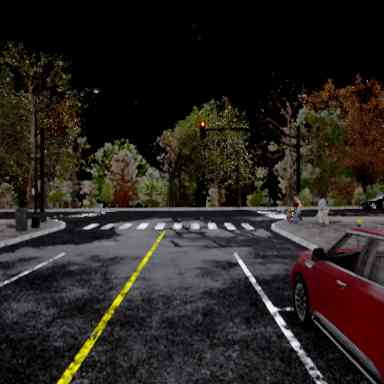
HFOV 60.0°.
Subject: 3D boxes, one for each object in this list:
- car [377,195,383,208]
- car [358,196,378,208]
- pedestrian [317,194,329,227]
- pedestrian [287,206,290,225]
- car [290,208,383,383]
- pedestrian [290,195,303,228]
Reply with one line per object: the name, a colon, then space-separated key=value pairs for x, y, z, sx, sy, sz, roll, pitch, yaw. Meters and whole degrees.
car: x=20.858 y=1.178 z=31.758 sx=4.718 sy=1.301 sz=1.895 roll=-1 pitch=0 yaw=1
car: x=20.159 y=1.110 z=35.026 sx=4.892 sy=1.490 sz=1.837 roll=-1 pitch=0 yaw=1
pedestrian: x=7.397 y=1.017 z=18.843 sx=0.375 sy=1.860 sz=0.375 roll=1 pitch=0 yaw=0
pedestrian: x=5.759 y=1.380 z=19.442 sx=0.500 sy=1.100 sz=0.500 roll=1 pitch=0 yaw=0
car: x=2.720 y=1.288 z=3.833 sx=2.192 sy=1.841 sz=5.009 roll=1 pitch=0 yaw=0
pedestrian: x=5.765 y=1.016 z=18.244 sx=0.375 sy=1.860 sz=0.375 roll=1 pitch=0 yaw=0
